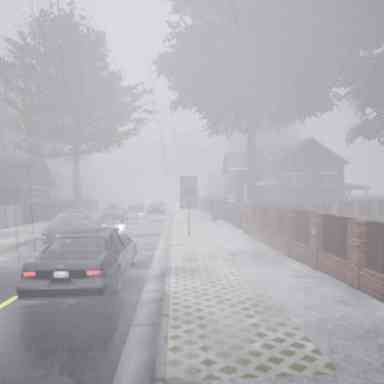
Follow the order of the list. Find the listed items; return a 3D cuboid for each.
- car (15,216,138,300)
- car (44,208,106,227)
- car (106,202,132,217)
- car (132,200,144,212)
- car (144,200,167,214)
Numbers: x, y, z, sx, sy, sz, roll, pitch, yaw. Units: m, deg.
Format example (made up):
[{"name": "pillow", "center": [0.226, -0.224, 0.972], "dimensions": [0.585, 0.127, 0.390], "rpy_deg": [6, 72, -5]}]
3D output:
[{"name": "car", "center": [-2.586, 1.613, 8.723], "dimensions": [2.033, 1.411, 5.357], "rpy_deg": [-1, 0, -3]}, {"name": "car", "center": [-5.870, 1.664, 16.615], "dimensions": [1.837, 1.490, 4.892], "rpy_deg": [-1, -1, -3]}, {"name": "car", "center": [-6.482, 1.777, 28.054], "dimensions": [1.812, 1.442, 4.674], "rpy_deg": [-1, -1, -3]}, {"name": "car", "center": [-7.253, 1.846, 43.722], "dimensions": [1.882, 1.535, 5.008], "rpy_deg": [-1, 0, -3]}, {"name": "car", "center": [-4.197, 1.898, 39.147], "dimensions": [1.895, 1.301, 4.718], "rpy_deg": [-1, 0, -3]}]
